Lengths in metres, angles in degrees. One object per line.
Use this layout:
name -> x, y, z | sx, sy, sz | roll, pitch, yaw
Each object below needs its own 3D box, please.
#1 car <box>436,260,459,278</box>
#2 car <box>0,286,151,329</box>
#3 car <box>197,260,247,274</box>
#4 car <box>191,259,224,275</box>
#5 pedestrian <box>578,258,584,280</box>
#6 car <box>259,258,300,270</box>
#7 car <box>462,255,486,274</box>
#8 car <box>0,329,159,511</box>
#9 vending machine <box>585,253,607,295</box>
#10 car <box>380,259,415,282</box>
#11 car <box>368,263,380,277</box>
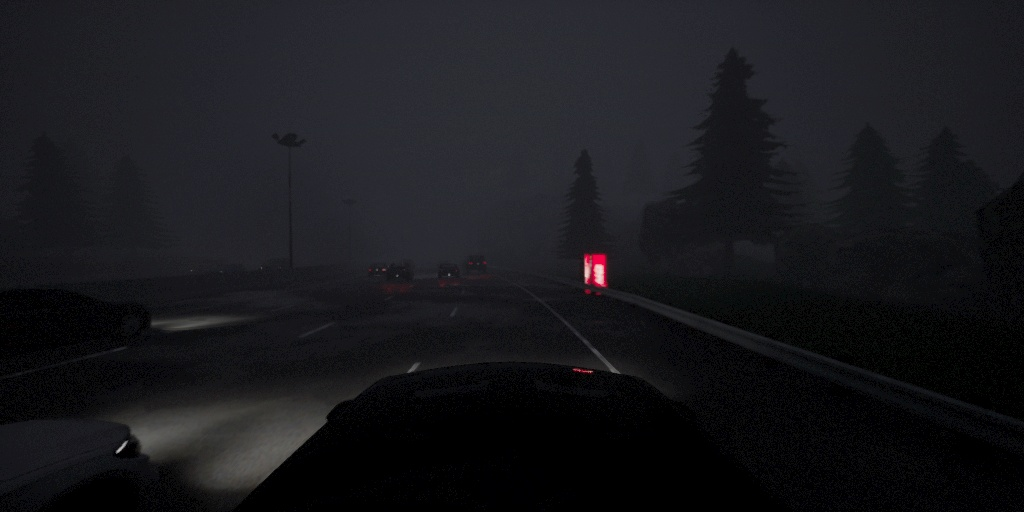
car -> -6.125, 1.360, 34.263 | 1.895, 1.301, 4.718 | -1, 0, -13
car -> -10.361, 1.374, 7.416 | 1.837, 1.490, 4.892 | 1, 0, -3
car -> -28.832, 1.521, 36.099 | 1.882, 1.535, 5.008 | -1, 0, -14
car -> -39.235, 1.374, 46.643 | 2.150, 2.045, 5.566 | -1, 0, -19
pedestrian -> 3.810, 0.664, 19.611 | 0.375, 1.300, 0.375 | -1, 0, -6
car -> -26.331, 1.222, 40.401 | 2.150, 2.045, 5.566 | -1, 0, -15
car -> -4.408, 0.942, 41.366 | 2.150, 2.045, 5.566 | 0, 0, -16
car -> -3.350, 1.321, 0.471 | 1.812, 1.442, 4.674 | 0, 0, 0
vending machine -> 4.277, 0.857, 18.282 | 1.100, 2.100, 0.880 | 0, 0, -5
car -> -9.264, 1.300, 29.855 | 2.128, 1.511, 4.902 | 0, 0, -11
car -> -13.768, 1.398, 37.068 | 2.033, 1.411, 5.357 | -1, 0, -16
